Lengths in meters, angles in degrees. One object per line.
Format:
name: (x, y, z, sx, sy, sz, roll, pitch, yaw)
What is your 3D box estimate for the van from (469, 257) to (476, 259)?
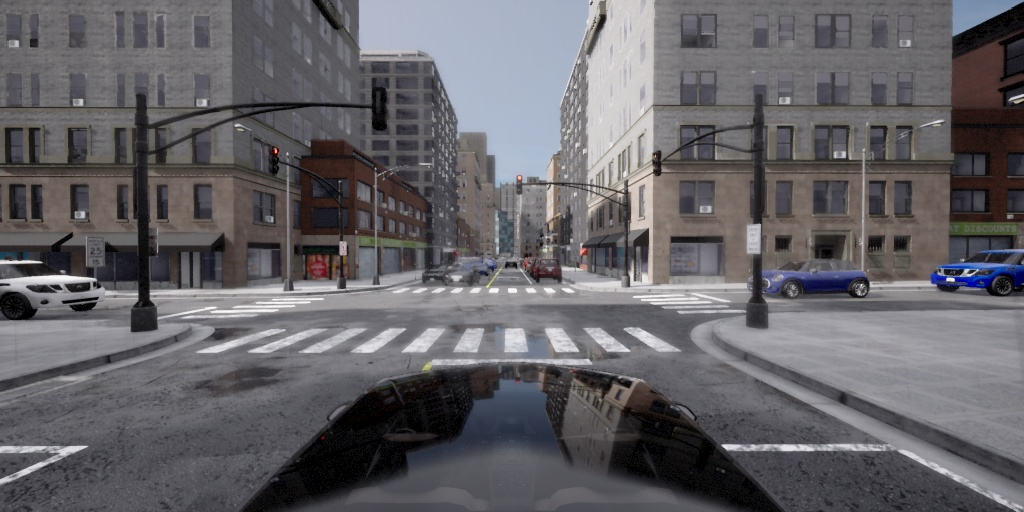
van: (-5.851, 1.095, 44.878, 1.690, 1.789, 3.998, 0, 0, 0)

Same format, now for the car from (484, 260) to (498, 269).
car: (-3.292, 1.298, 57.426, 2.033, 1.411, 5.357, 0, 0, 0)

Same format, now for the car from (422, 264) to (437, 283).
car: (-5.777, 1.320, 28.121, 1.948, 1.339, 4.313, 0, 0, 0)

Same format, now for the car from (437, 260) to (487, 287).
car: (-3.310, 1.246, 24.664, 2.128, 1.511, 4.902, 0, 0, 3)

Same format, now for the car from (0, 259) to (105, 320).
car: (-18.449, 1.146, 12.986, 5.566, 2.045, 2.150, -1, 1, -2)

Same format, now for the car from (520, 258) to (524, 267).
car: (2.655, 1.067, 50.501, 2.192, 1.841, 5.009, 0, 0, 0)

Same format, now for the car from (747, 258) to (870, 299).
car: (13.404, 0.938, 16.435, 4.553, 1.767, 2.097, -1, 1, -1)

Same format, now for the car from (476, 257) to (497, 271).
car: (-3.273, 1.232, 47.045, 1.882, 1.535, 5.008, 0, 0, 0)

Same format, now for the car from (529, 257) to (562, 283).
car: (2.749, 1.068, 28.158, 2.192, 1.841, 5.009, 0, 0, 0)

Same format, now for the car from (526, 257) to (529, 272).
car: (2.725, 1.069, 33.744, 2.192, 1.841, 5.009, 0, 0, 0)

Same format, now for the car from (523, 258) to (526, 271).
car: (2.678, 1.279, 45.085, 1.751, 1.417, 4.829, 0, 0, 0)

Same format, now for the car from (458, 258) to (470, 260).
car: (-5.826, 1.280, 39.122, 1.751, 1.417, 4.829, 0, 0, 0)

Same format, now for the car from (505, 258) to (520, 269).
car: (-0.143, 1.228, 57.965, 1.882, 1.535, 5.008, 0, 0, -1)

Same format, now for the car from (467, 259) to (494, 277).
car: (-3.239, 1.302, 36.567, 2.033, 1.411, 5.357, 0, 0, 0)

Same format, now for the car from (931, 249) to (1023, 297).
car: (22.980, 0.708, 16.541, 5.566, 2.045, 2.150, -1, 1, 0)
